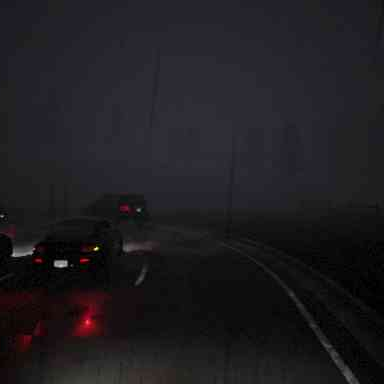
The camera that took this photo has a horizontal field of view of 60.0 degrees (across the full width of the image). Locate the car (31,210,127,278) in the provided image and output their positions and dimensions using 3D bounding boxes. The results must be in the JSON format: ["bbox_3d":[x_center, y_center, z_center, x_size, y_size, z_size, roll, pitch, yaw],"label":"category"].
[{"bbox_3d":[-3.219,1.484,9.975,1.812,1.442,4.674,0,0,-5],"label":"car"}]

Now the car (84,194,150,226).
[{"bbox_3d":[-5.012,1.139,21.609,2.150,2.045,5.566,1,0,-44],"label":"car"}]

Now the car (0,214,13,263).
[{"bbox_3d":[-6.701,1.513,9.094,1.994,1.385,4.181,0,0,-4],"label":"car"}]

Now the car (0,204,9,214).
[{"bbox_3d":[-15.280,1.381,23.384,4.892,1.490,1.837,0,-1,16],"label":"car"}]
